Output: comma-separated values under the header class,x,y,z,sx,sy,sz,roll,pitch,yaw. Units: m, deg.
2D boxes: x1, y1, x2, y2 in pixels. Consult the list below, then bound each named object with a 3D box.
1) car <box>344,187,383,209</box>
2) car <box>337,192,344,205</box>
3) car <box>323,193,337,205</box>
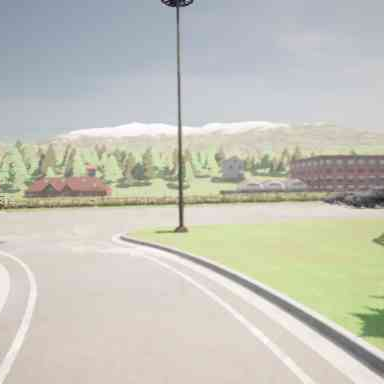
class,x,y,z,sx,sy,sz,roll,pitch,yaw
car,18.214,0.535,32.331,5.566,2.045,2.150,-1,1,-10
car,18.781,0.770,35.982,4.892,1.490,1.837,-1,1,-10
car,17.935,0.742,39.385,4.892,1.490,1.837,-1,1,-10
